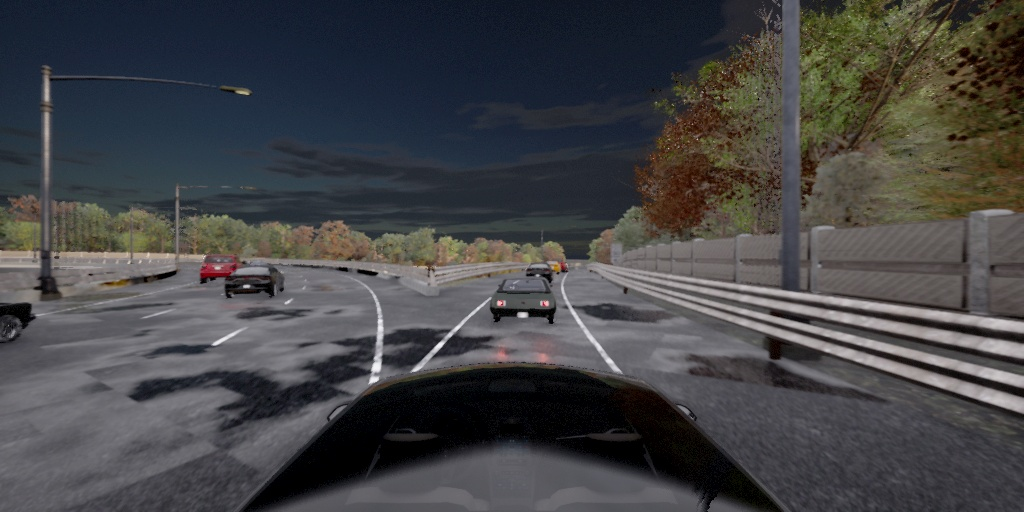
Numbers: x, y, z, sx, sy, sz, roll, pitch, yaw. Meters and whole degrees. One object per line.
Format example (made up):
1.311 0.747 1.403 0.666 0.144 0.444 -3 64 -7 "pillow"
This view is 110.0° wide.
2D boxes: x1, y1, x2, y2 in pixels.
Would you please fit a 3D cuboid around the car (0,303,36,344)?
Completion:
-11.665 1.327 6.334 1.895 1.301 4.718 0 0 -19 "car"

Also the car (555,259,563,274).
4.714 1.332 42.413 1.882 1.535 5.008 0 -2 10 "car"

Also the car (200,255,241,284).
-21.499 0.922 26.818 2.150 2.045 5.566 0 0 -31 "car"

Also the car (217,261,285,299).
-12.837 1.198 18.154 1.882 1.535 5.008 0 0 -25 "car"

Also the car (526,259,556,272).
2.188 1.224 27.711 1.882 1.535 5.008 0 0 9 "car"

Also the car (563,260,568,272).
7.017 1.469 54.736 2.150 2.045 5.566 0 -2 10 "car"

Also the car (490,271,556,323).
0.450 1.349 12.177 1.895 1.301 4.718 0 0 4 "car"
